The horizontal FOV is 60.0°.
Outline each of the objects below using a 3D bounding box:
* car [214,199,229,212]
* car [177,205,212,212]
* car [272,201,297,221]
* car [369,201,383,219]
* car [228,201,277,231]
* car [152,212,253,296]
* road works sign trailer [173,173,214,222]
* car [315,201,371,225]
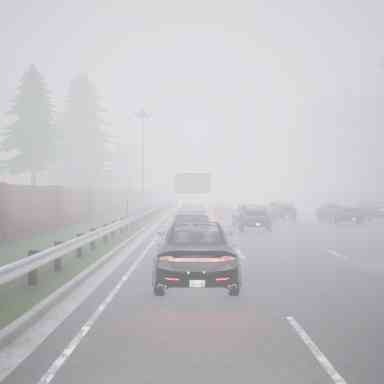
[{"bbox_3d":[3.588,1.526,38.345,1.812,1.442,4.674,0,0,0],"label":"car"},{"bbox_3d":[0.081,1.474,19.053,1.882,1.535,5.008,0,0,4],"label":"car"},{"bbox_3d":[7.092,1.506,27.147,1.837,1.490,4.892,0,0,0],"label":"car"},{"bbox_3d":[14.092,1.491,26.564,2.128,1.511,4.902,0,0,0],"label":"car"},{"bbox_3d":[3.595,1.505,20.613,1.837,1.490,4.892,0,0,0],"label":"car"},{"bbox_3d":[0.098,1.491,8.621,2.128,1.511,4.902,0,0,0],"label":"car"},{"bbox_3d":[0.063,0.464,22.973,2.380,3.560,2.880,0,0,-2],"label":"road works sign trailer"},{"bbox_3d":[10.594,1.507,24.177,1.837,1.490,4.892,0,1,0],"label":"car"}]
